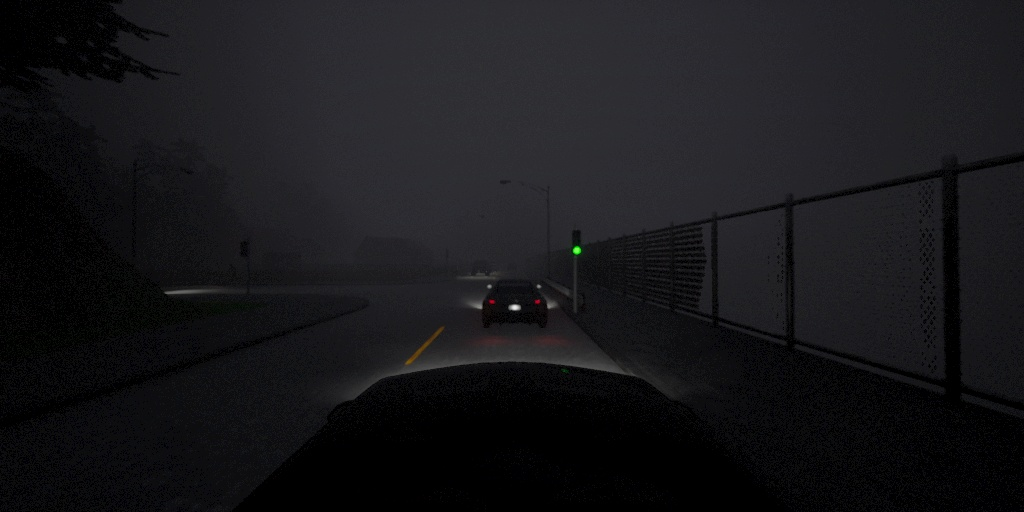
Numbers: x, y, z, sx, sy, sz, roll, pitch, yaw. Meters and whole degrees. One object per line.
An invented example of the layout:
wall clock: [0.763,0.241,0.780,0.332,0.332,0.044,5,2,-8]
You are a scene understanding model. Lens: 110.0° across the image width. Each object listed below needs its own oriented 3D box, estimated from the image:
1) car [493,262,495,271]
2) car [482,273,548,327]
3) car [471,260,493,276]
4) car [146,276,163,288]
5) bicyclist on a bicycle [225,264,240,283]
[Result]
car: [-4.161,1.997,57.693,1.812,1.442,4.674,0,-1,0]
car: [0.079,1.447,12.077,1.994,1.385,4.181,0,-1,0]
car: [-4.165,1.566,47.781,2.150,2.045,5.566,0,-1,0]
car: [-24.530,1.541,22.197,4.674,1.442,1.812,0,-1,0]
bicyclist on a bicycle: [-23.836,1.472,30.593,0.582,1.620,1.656,0,0,0]
